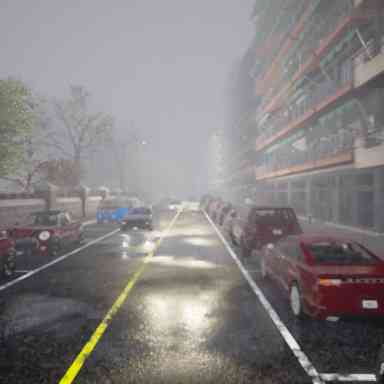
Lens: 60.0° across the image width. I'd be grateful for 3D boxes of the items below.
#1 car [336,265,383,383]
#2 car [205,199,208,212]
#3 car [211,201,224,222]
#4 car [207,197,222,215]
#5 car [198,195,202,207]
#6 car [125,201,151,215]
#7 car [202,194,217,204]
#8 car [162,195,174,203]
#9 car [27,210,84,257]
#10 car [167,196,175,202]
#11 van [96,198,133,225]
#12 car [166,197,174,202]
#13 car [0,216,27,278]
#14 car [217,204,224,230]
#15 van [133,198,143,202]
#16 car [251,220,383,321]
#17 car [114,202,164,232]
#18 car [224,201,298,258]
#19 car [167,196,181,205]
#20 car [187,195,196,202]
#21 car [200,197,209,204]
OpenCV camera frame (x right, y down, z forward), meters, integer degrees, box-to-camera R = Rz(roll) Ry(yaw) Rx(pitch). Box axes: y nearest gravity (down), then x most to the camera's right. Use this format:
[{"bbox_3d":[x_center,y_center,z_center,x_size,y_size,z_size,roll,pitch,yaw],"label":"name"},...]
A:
[{"bbox_3d":[2.691,1.556,1.635,2.008,1.369,4.403,0,0,0],"label":"car"},{"bbox_3d":[2.688,1.699,35.415,1.802,1.307,4.206,0,0,0],"label":"car"},{"bbox_3d":[2.689,1.620,24.155,1.887,1.381,4.507,0,0,0],"label":"car"},{"bbox_3d":[2.689,1.535,29.785,1.967,1.590,4.097,0,0,0],"label":"car"},{"bbox_3d":[2.387,1.435,56.786,2.150,2.045,5.566,0,0,0],"label":"car"},{"bbox_3d":[-5.692,1.668,35.414,2.008,1.369,4.403,0,0,0],"label":"car"},{"bbox_3d":[2.687,1.455,41.046,2.192,1.841,5.009,0,0,0],"label":"car"},{"bbox_3d":[-5.697,1.852,74.827,1.947,1.339,4.313,0,0,0],"label":"car"},{"bbox_3d":[-5.689,1.479,12.894,1.967,1.590,4.097,0,0,0],"label":"car"},{"bbox_3d":[-5.699,1.808,91.714,1.967,1.590,4.097,0,0,0],"label":"car"},{"bbox_3d":[-5.691,1.416,24.155,1.690,1.788,3.998,0,0,0],"label":"van"},{"bbox_3d":[-5.699,1.882,86.086,1.887,1.381,4.507,0,0,0],"label":"car"},{"bbox_3d":[-5.689,1.462,7.265,1.967,1.590,4.097,0,0,0],"label":"car"},{"bbox_3d":[2.690,1.606,18.525,2.008,1.369,4.403,0,0,0],"label":"car"},{"bbox_3d":[-5.691,1.436,29.784,1.690,1.788,3.998,0,0,0],"label":"van"},{"bbox_3d":[2.691,1.566,7.265,1.887,1.381,4.507,0,0,0],"label":"car"},{"bbox_3d":[-3.101,1.611,20.878,2.033,1.411,5.357,0,0,0],"label":"car"},{"bbox_3d":[2.691,1.353,12.895,2.192,1.841,5.009,0,0,0],"label":"car"},{"bbox_3d":[-3.025,1.830,61.989,1.895,1.301,4.718,0,0,1],"label":"car"},{"bbox_3d":[-0.006,1.584,76.254,1.882,1.535,5.008,0,0,0],"label":"car"},{"bbox_3d":[2.684,1.830,74.827,1.887,1.381,4.507,0,0,0],"label":"car"}]
